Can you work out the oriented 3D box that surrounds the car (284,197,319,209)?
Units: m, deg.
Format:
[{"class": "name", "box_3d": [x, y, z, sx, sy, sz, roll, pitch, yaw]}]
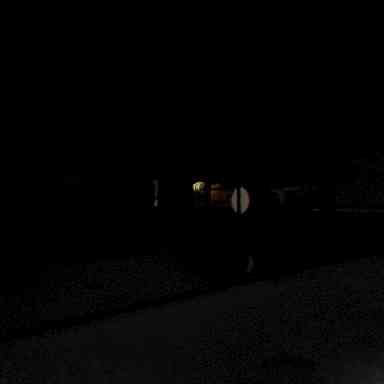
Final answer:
[{"class": "car", "box_3d": [12.561, 1.209, 37.863, 1.994, 1.385, 4.181, -1, 0, -35]}]
